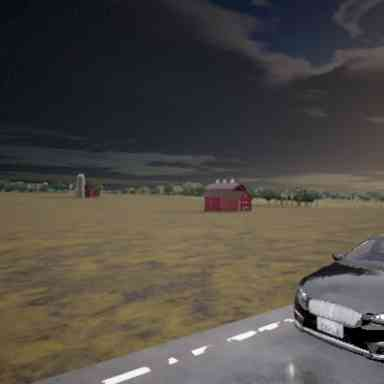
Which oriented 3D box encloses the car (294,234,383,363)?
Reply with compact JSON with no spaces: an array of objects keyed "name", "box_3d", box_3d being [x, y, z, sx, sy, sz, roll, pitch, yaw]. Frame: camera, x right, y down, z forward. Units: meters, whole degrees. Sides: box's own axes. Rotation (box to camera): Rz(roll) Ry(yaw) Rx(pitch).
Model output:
[{"name":"car","box_3d":[3.806,1.517,5.785,4.902,1.511,2.128,0,0,-35]}]
